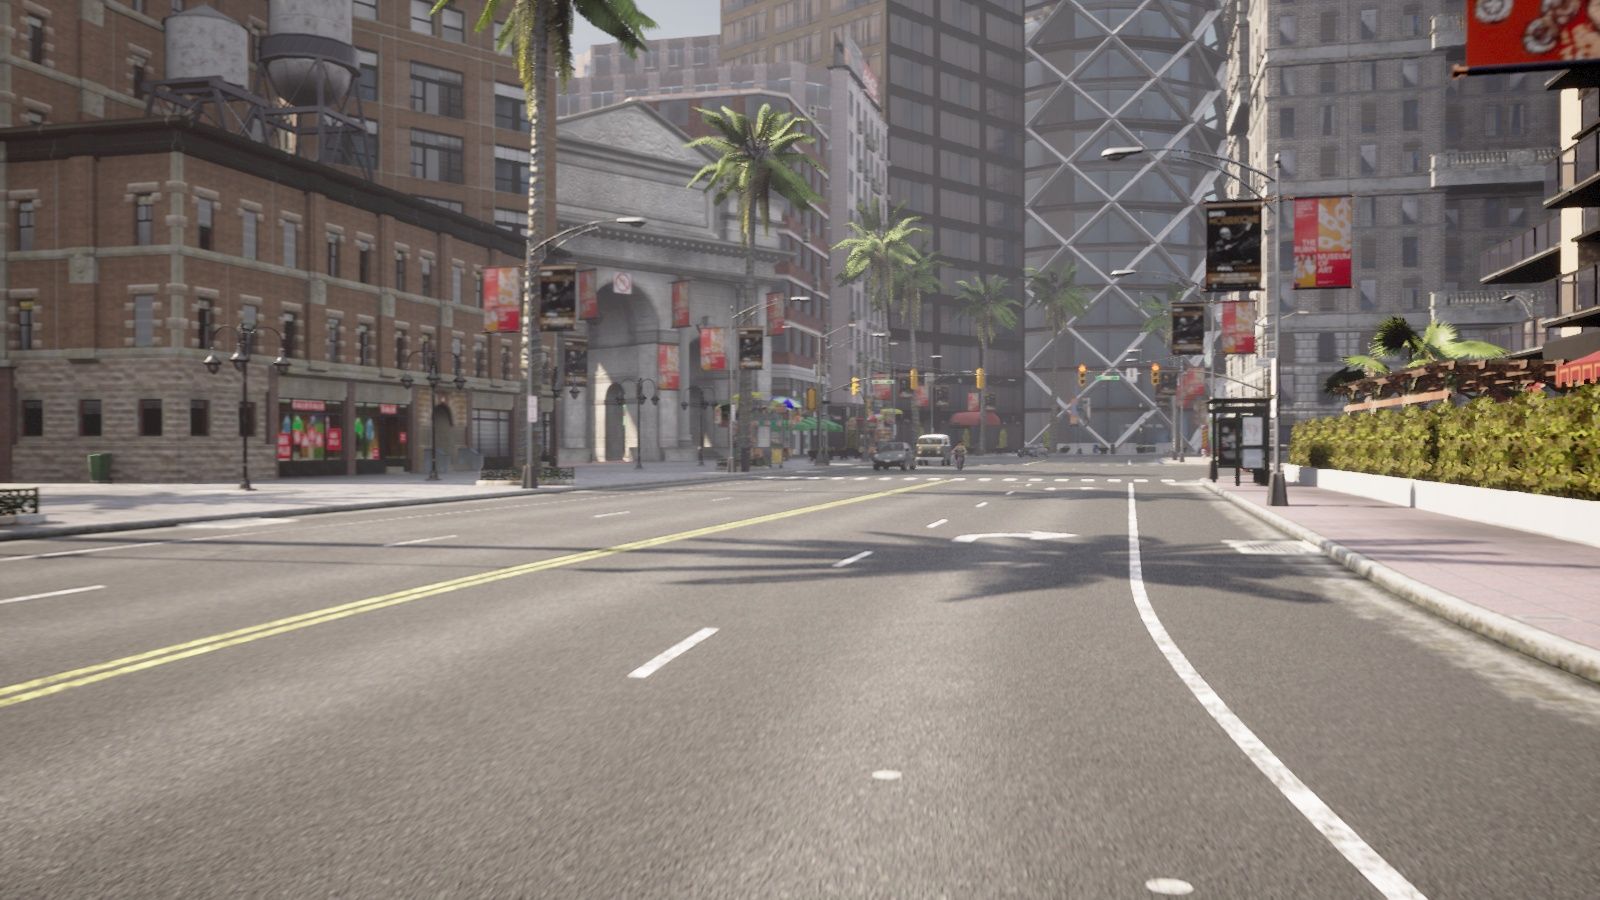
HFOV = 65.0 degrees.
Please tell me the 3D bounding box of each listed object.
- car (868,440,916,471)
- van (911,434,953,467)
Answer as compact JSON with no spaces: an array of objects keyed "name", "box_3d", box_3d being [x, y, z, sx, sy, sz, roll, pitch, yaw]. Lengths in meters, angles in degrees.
[{"name":"car","box_3d":[4.965,0.273,67.348,1.851,1.617,3.988,0,0,15]},{"name":"van","box_3d":[8.577,0.026,81.222,2.069,2.038,4.480,0,0,15]}]
